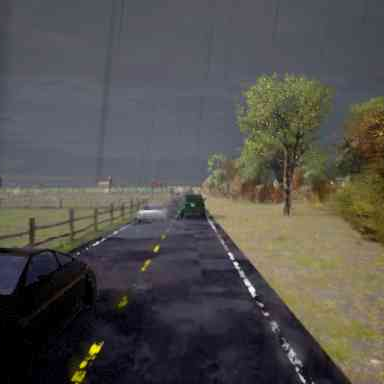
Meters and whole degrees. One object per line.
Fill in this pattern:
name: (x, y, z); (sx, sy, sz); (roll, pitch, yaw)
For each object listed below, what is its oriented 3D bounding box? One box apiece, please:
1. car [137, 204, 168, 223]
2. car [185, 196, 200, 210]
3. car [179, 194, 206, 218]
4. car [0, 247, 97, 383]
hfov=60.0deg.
car: (-2.878, 1.554, 24.932); (1.895, 1.301, 4.718); (0, 0, 0)
car: (0.052, 1.383, 42.454); (1.882, 1.535, 5.008); (0, 0, 0)
car: (0.066, 1.162, 29.705); (2.150, 2.045, 5.566); (0, 0, 0)
car: (-2.850, 1.559, 4.868); (1.994, 1.385, 4.181); (0, 0, 0)
